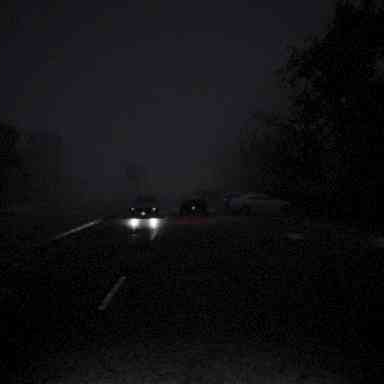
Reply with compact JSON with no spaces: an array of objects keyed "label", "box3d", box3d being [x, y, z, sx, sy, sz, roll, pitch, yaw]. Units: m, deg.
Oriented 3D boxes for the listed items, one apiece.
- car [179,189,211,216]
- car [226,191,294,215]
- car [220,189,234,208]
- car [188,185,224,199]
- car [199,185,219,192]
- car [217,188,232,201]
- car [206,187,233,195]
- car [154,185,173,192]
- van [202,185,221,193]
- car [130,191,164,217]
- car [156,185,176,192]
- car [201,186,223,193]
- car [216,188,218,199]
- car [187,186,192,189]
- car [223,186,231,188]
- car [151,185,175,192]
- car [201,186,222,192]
[{"label":"car","box3d":[0.105,0.815,24.152,1.882,1.535,5.008,0,2,0]},{"label":"car","box3d":[5.087,0.852,24.365,4.674,1.452,2.002,0,2,0]},{"label":"car","box3d":[5.096,0.726,27.512,5.008,1.535,2.097,0,2,0]},{"label":"car","box3d":[1.789,0.270,42.735,1.837,1.490,4.892,-3,1,31]},{"label":"car","box3d":[4.780,-0.943,93.515,5.566,2.045,2.435,0,0,-1]},{"label":"car","box3d":[5.085,0.638,30.784,4.892,1.521,2.231,0,2,0]},{"label":"car","box3d":[5.053,-0.159,61.556,4.674,1.452,2.002,0,2,0]},{"label":"car","box3d":[-7.362,-0.784,85.803,4.553,1.767,2.185,0,1,-1]},{"label":"van","box3d":[4.788,-0.847,82.341,4.442,1.987,1.878,0,1,0]},{"label":"car","box3d":[-3.192,0.903,23.498,2.033,1.411,5.357,0,2,-3]},{"label":"car","box3d":[-7.451,-0.945,95.032,5.566,2.045,2.435,0,0,-1]},{"label":"car","box3d":[5.066,-0.652,85.139,5.366,1.575,1.946,0,1,0]},{"label":"car","box3d":[5.088,0.588,34.060,4.674,1.452,2.002,0,2,0]},{"label":"car","box3d":[-0.235,-0.710,87.757,2.128,1.511,4.902,0,0,-1]},{"label":"car","box3d":[5.126,-0.240,58.382,4.553,1.767,2.185,0,2,0]},{"label":"car","box3d":[-7.553,-0.633,82.885,5.366,1.575,1.946,0,1,0]},{"label":"car","box3d":[5.044,-0.672,87.800,5.366,1.575,1.946,0,0,-1]}]
